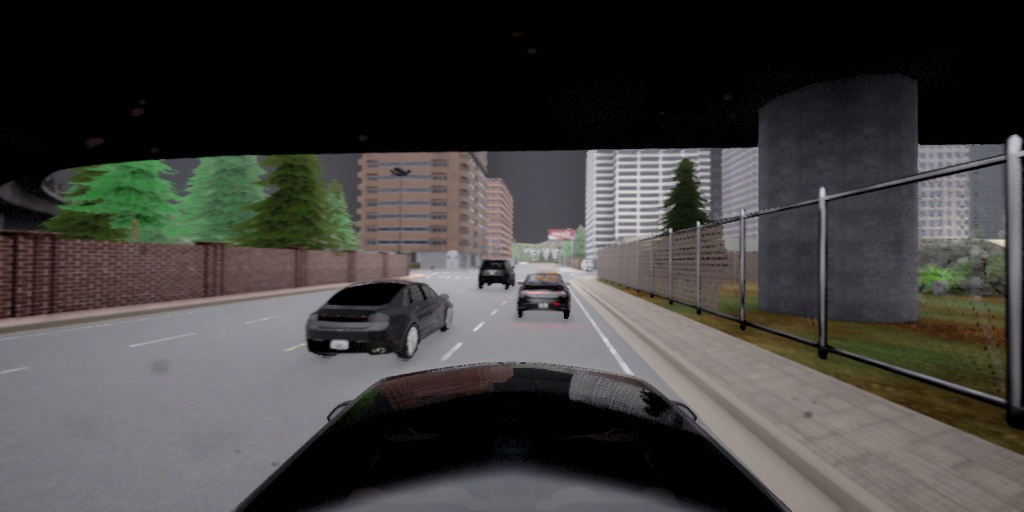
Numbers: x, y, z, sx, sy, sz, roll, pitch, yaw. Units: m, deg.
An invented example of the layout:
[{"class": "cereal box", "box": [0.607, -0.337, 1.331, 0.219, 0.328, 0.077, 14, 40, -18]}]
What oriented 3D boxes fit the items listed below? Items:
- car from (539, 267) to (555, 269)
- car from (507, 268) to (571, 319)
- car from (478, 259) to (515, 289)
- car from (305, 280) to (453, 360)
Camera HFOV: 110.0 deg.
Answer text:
[{"class": "car", "box": [2.794, 1.627, 29.273, 1.882, 1.535, 5.008, 1, -1, 6]}, {"class": "car", "box": [1.230, 1.417, 13.867, 2.128, 1.511, 4.902, 1, -1, 6]}, {"class": "car", "box": [-1.038, 1.283, 26.237, 2.150, 2.045, 5.566, 1, -1, 6]}, {"class": "car", "box": [-2.763, 1.311, 8.562, 1.837, 1.490, 4.892, 1, -1, 4]}]
